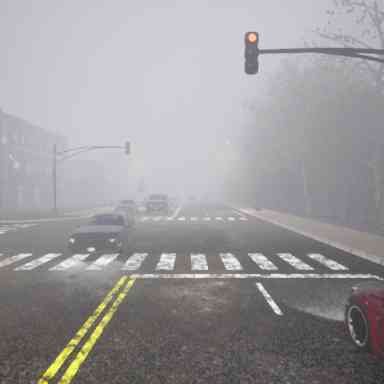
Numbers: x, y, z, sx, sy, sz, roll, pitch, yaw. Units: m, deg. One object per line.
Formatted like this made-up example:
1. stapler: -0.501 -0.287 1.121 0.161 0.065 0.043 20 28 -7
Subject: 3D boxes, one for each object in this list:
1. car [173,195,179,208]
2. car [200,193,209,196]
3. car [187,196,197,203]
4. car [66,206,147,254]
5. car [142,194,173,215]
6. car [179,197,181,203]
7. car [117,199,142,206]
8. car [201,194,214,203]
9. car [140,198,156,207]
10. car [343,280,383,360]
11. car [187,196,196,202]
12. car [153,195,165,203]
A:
1. car: -3.437 1.519 48.963 2.033 1.411 5.357 0 0 0
2. car: 3.113 1.177 76.267 2.150 2.045 5.566 0 0 0
3. car: -0.021 1.437 66.960 1.882 1.535 5.008 0 0 0
4. car: -3.375 1.541 13.805 2.033 1.411 5.357 0 0 0
5. car: -3.413 1.203 34.136 2.150 2.045 5.566 0 0 0
6. car: -3.382 1.451 68.616 2.128 1.511 4.902 0 0 0
7. car: -6.658 1.508 34.261 1.812 1.442 4.674 0 0 0
8. car: 3.226 1.561 66.084 1.895 1.301 4.718 0 0 0
9. car: -6.689 1.571 51.006 1.895 1.301 4.718 0 0 0
10. car: 3.346 1.562 3.502 1.994 1.385 4.181 0 0 0
11. car: -0.140 1.546 77.244 1.895 1.301 4.718 0 0 0
12. car: -6.633 1.434 67.081 1.882 1.535 5.008 0 0 0
